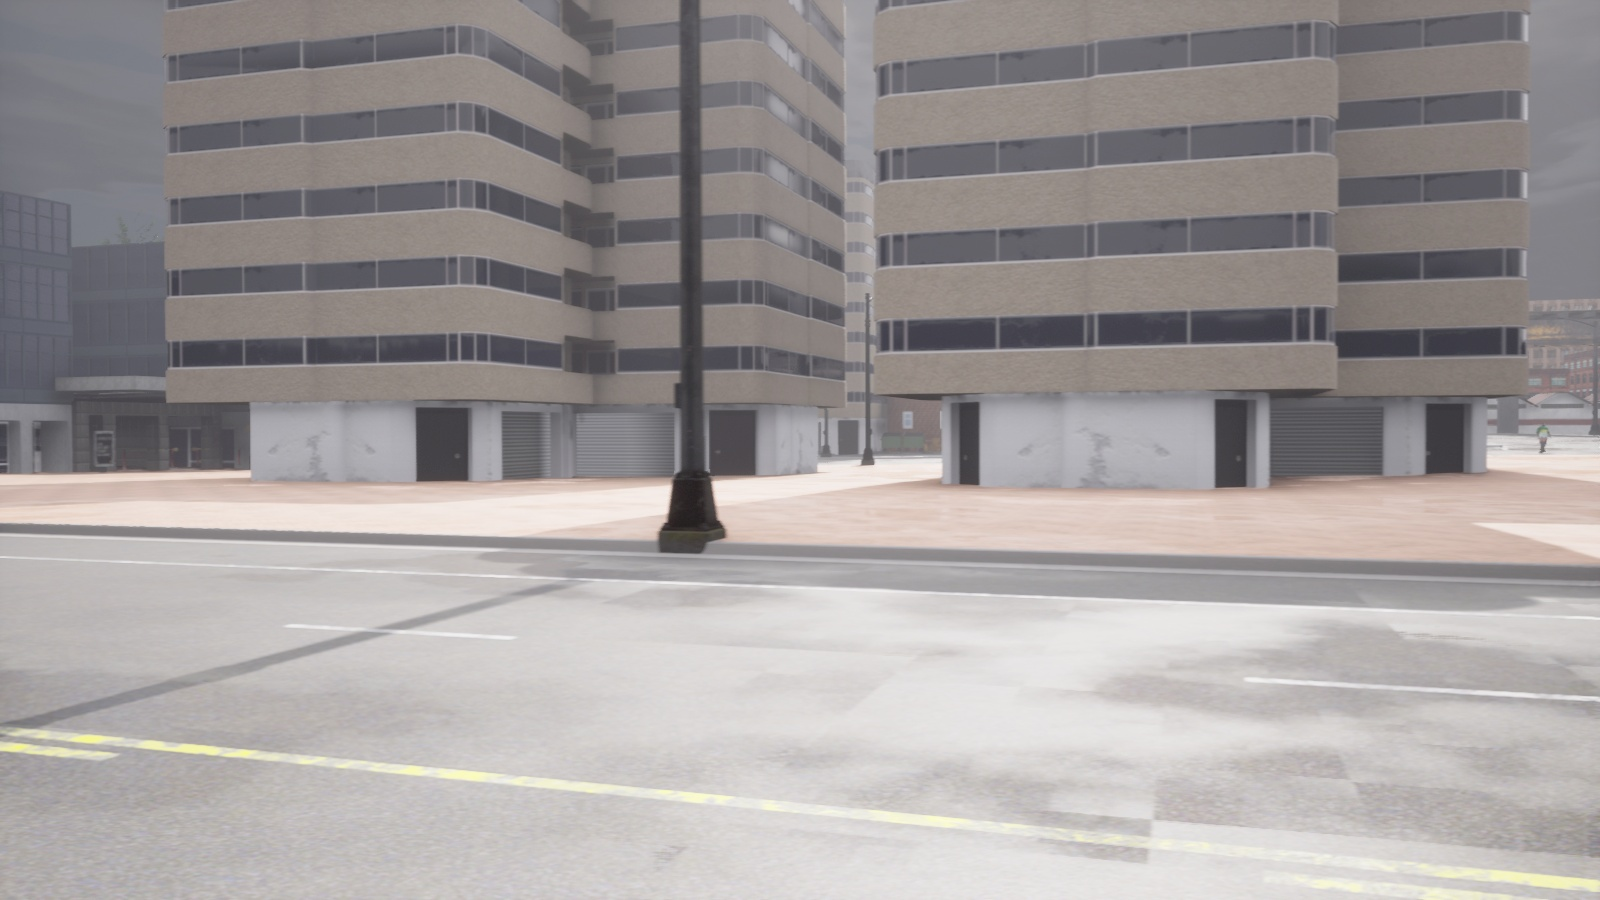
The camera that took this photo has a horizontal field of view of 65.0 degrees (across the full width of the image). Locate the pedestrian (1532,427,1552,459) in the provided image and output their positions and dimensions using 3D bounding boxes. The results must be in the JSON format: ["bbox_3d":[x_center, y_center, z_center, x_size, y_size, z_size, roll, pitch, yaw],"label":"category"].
[{"bbox_3d":[44.895,-0.435,76.012,0.659,1.952,0.873,0,1,-3],"label":"pedestrian"}]
